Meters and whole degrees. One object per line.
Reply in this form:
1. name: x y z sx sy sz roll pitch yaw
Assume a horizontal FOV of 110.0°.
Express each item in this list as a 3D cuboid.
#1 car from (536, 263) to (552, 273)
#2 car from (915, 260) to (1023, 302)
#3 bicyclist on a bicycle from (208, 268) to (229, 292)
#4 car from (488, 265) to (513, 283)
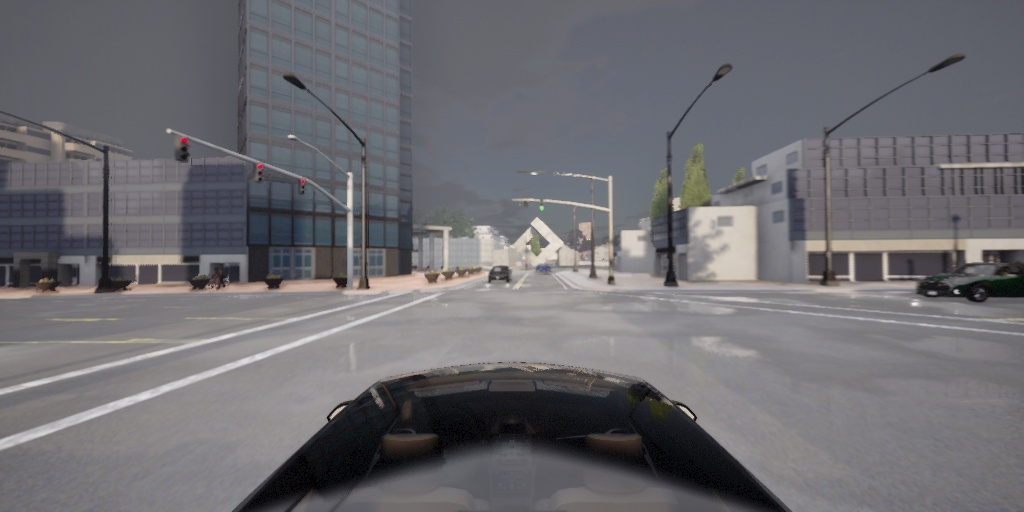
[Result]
1. car: 5.083 1.847 57.351 1.882 1.535 5.008 -1 -1 16
2. car: 21.223 1.074 16.071 4.553 1.767 2.097 -1 -1 4
3. bicyclist on a bicycle: -20.096 1.613 24.558 0.582 1.620 1.656 -1 0 4
4. car: -1.025 1.597 32.982 1.882 1.535 5.008 0 -1 4
